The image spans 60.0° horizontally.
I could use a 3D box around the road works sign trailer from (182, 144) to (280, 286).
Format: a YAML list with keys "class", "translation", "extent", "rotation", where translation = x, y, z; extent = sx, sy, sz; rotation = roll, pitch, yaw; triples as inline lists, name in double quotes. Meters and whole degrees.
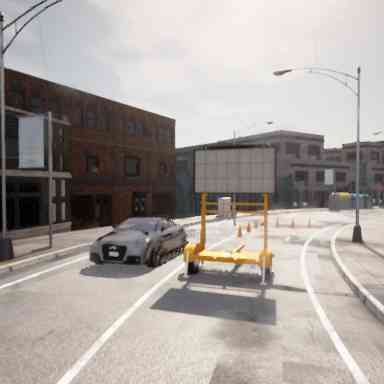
- class: "road works sign trailer"
  translation: [1.250, 0.457, 9.686]
  extent: [2.380, 3.560, 2.880]
  rotation: [0, 0, 20]

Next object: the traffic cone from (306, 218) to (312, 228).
- class: "traffic cone"
  translation: [7.478, 1.970, 21.165]
  extent: [0.340, 0.580, 0.340]
  rotation: [1, 0, 22]

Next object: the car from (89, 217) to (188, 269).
- class: "car"
  translation: [-1.597, 1.539, 11.180]
  extent: [1.994, 1.385, 4.181]
  rotation: [0, 0, 17]

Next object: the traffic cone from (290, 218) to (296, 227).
- class: "traffic cone"
  translation: [6.554, 1.958, 21.546]
  extent: [0.340, 0.580, 0.340]
  rotation: [1, 0, 22]
